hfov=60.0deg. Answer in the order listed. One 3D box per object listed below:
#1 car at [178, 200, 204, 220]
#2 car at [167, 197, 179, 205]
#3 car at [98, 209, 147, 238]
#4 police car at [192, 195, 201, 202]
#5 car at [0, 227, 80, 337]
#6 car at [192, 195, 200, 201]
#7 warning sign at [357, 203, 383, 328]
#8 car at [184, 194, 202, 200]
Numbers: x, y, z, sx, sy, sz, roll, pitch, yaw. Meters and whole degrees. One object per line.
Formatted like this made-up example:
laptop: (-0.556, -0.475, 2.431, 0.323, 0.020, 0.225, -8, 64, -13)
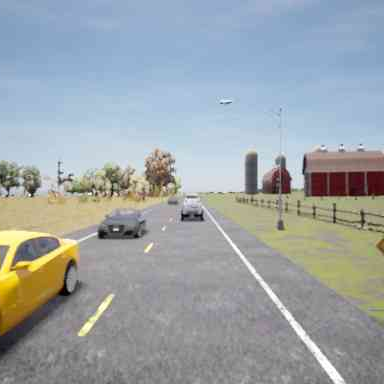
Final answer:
car: (0.025, 1.640, 28.436, 1.895, 1.301, 4.718, 0, 0, 0)
car: (-3.511, 1.629, 61.606, 1.994, 1.385, 4.181, 0, 0, 1)
car: (-3.583, 1.590, 17.656, 1.994, 1.385, 4.181, 0, 0, 0)
police car: (1.074, 1.491, 80.388, 1.930, 1.638, 5.238, 0, 0, 0)
car: (-3.590, 1.487, 5.911, 1.882, 1.535, 5.008, 0, 0, 0)
car: (1.076, 1.543, 90.278, 1.882, 1.535, 5.008, 0, 0, 0)
warning sign: (3.545, 1.124, 5.284, 1.300, 1.860, 1.060, 0, -1, 0)
car: (0.073, 1.275, 43.640, 2.150, 2.045, 5.566, 0, 0, 0)
